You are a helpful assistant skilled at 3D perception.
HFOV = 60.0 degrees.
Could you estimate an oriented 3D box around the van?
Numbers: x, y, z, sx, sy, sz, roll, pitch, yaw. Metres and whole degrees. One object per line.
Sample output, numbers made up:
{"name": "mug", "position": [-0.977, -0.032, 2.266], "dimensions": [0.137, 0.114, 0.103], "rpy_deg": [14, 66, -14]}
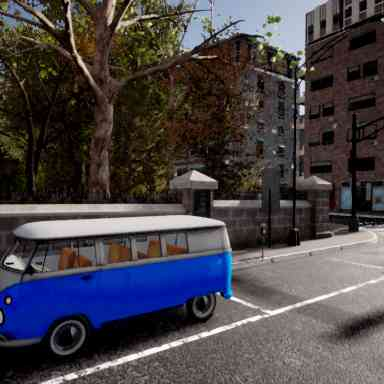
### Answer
{"name": "van", "position": [-1.154, 1.342, 5.677], "dimensions": [3.998, 1.788, 1.690], "rpy_deg": [0, 1, -36]}
